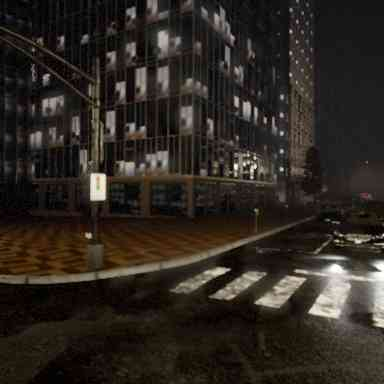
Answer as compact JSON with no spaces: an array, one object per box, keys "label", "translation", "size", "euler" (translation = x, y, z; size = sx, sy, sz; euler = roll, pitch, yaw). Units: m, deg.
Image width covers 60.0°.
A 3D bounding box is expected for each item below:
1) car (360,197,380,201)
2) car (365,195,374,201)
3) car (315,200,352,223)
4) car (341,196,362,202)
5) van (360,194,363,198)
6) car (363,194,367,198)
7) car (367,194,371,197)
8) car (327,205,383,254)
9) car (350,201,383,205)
[{"label":"car","translation":[17.130,1.505,31.124],"size":[1.812,1.442,4.674],"euler":[0,0,31]},{"label":"car","translation":[44.369,1.465,83.177],"size":[1.752,1.417,4.829],"euler":[1,0,30]},{"label":"car","translation":[10.371,1.534,24.644],"size":[1.947,1.339,4.313],"euler":[1,0,30]},{"label":"car","translation":[16.053,1.403,34.423],"size":[1.967,1.590,4.097],"euler":[1,0,30]},{"label":"van","translation":[18.894,1.302,39.313],"size":[1.690,1.788,3.998],"euler":[1,0,30]},{"label":"car","translation":[21.733,1.398,44.204],"size":[1.967,1.590,4.097],"euler":[1,0,30]},{"label":"car","translation":[27.412,1.498,53.984],"size":[1.887,1.381,4.507],"euler":[1,0,30]},{"label":"car","translation":[7.044,1.493,13.770],"size":[1.837,1.490,4.892],"euler":[0,0,30]},{"label":"car","translation":[12.034,1.548,22.371],"size":[1.994,1.385,4.181],"euler":[0,0,30]}]
